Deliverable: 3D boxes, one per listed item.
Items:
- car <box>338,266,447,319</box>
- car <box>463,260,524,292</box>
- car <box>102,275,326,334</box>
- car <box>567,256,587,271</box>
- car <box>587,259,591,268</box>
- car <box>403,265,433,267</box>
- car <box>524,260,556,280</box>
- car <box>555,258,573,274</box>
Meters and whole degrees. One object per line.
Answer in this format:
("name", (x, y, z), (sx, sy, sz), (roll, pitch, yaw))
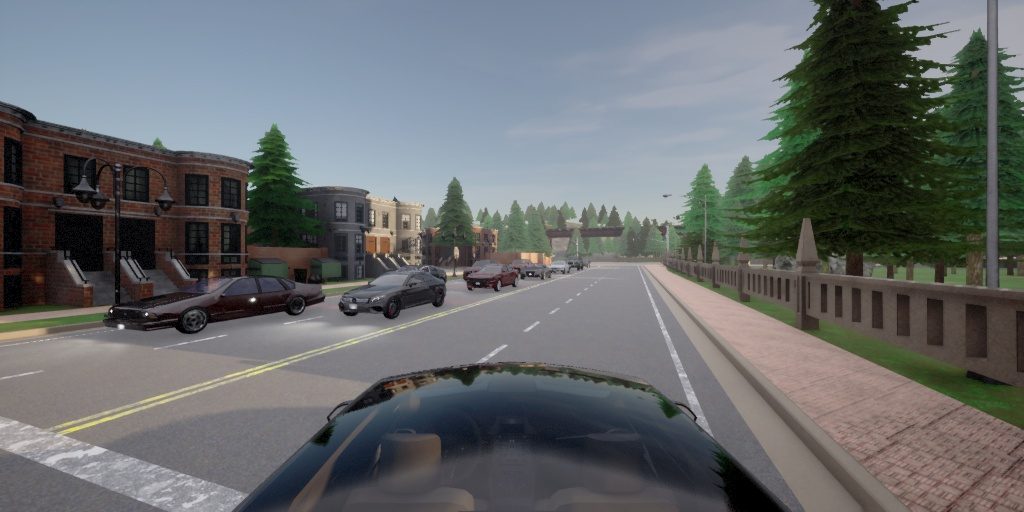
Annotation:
("car", (-4.072, 1.276, 13.111), (1.812, 1.442, 4.674), (0, 0, 19))
("car", (-1.067, 1.228, 21.942), (1.882, 1.535, 5.008), (0, 0, 19))
("car", (-8.467, 1.297, 11.066), (2.033, 1.411, 5.357), (0, 0, 19))
("car", (8.775, 0.971, 50.844), (2.150, 2.045, 5.566), (0, 0, 19))
("car", (12.255, 1.255, 61.013), (1.837, 1.490, 4.892), (0, 0, 19))
("car", (-5.417, 1.242, 20.040), (2.128, 1.511, 4.902), (0, 0, 18))
("car", (2.168, 1.314, 31.422), (1.994, 1.385, 4.181), (0, 0, 20))
("car", (5.409, 1.276, 40.971), (1.812, 1.442, 4.674), (0, 0, 19))
